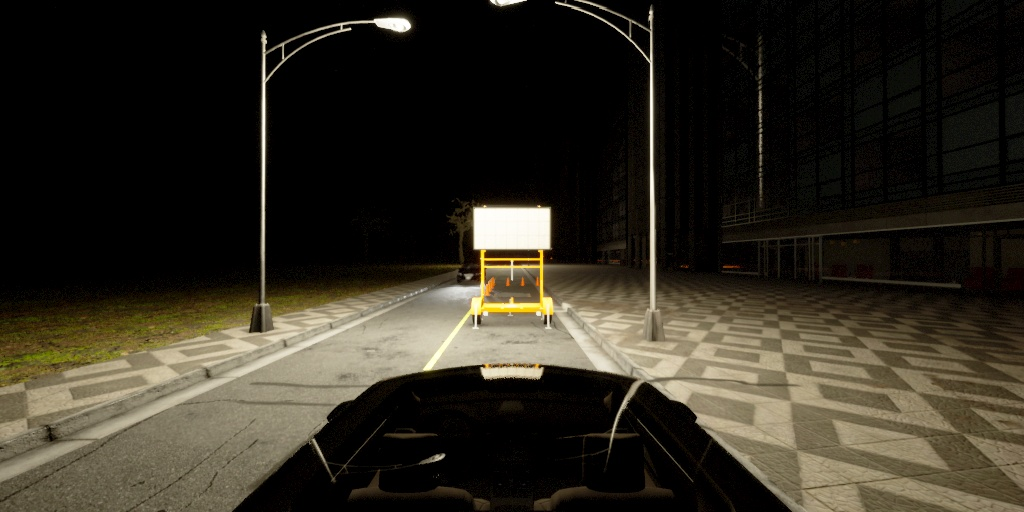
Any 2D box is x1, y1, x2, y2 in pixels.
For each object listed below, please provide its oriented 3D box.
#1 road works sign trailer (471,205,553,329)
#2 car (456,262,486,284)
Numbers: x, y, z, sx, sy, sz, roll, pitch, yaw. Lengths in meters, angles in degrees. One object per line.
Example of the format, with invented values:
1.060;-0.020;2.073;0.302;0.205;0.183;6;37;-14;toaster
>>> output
0.002;0.216;11.220;2.380;3.560;2.880;0;0;0;road works sign trailer
-2.993;1.249;27.097;2.128;1.511;4.902;0;0;0;car
